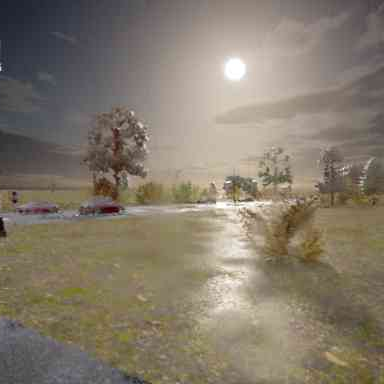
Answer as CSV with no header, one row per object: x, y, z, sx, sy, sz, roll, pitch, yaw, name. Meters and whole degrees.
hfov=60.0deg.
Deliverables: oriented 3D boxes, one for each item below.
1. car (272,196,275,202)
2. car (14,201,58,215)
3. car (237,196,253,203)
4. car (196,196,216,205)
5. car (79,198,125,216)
21.406,1.645,82.743,1.882,1.535,5.008,0,0,28,car
-16.086,1.615,34.478,1.994,1.385,4.181,0,1,34,car
12.271,1.675,76.815,2.033,1.411,5.357,0,0,34,car
2.700,1.613,62.525,1.882,1.535,5.008,0,1,34,car
-8.774,1.388,32.791,2.097,1.767,4.553,0,0,34,car
